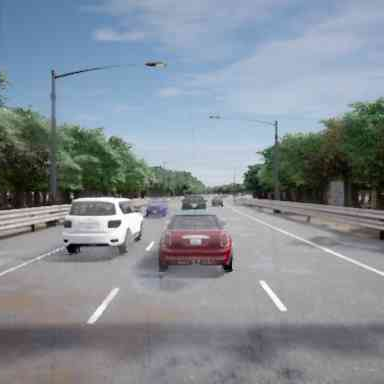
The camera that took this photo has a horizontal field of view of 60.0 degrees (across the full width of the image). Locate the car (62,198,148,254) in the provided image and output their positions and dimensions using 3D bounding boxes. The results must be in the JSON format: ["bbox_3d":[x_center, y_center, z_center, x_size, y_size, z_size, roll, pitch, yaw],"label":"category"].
[{"bbox_3d":[-3.395,1.238,13.655,2.150,2.045,5.566,0,0,0],"label":"car"}]

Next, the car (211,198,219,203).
[{"bbox_3d":[5.675,2.032,81.632,1.895,1.301,4.718,0,-1,4],"label":"car"}]

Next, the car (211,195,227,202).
[{"bbox_3d":[4.390,1.708,57.834,2.128,1.511,4.902,0,0,2],"label":"car"}]

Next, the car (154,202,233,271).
[{"bbox_3d":[0.103,1.363,11.101,2.097,1.767,4.553,0,0,0],"label":"car"}]

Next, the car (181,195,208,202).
[{"bbox_3d":[0.213,1.286,30.046,2.150,2.045,5.566,0,0,1],"label":"car"}]

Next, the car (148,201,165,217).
[{"bbox_3d":[-3.258,1.596,31.804,1.812,1.442,4.674,0,0,1],"label":"car"}]
